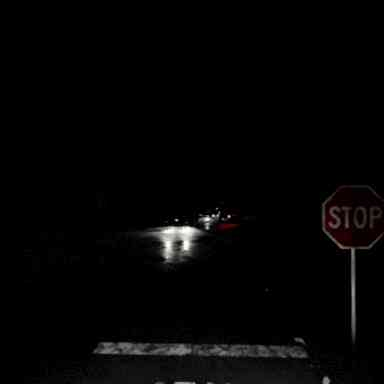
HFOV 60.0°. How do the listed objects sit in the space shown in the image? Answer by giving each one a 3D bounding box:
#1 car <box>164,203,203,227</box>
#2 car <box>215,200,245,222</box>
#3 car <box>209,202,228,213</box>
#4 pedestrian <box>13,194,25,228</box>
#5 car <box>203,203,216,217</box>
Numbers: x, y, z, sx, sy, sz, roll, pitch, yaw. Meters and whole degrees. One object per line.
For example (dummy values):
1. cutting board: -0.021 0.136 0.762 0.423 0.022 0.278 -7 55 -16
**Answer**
1. car: -0.697 1.725 24.248 1.994 1.385 4.181 0 -1 10
2. car: 3.475 1.724 28.965 1.837 1.490 4.892 0 -1 12
3. car: 3.645 2.053 44.390 1.895 1.301 4.718 0 -1 13
4. pedestrian: -9.658 1.043 18.458 0.375 1.860 0.375 0 -4 3
5. car: 1.470 1.860 34.900 2.033 1.411 5.357 0 -1 13
